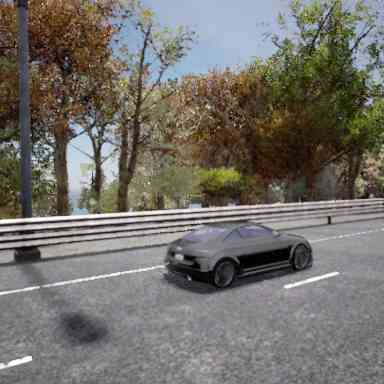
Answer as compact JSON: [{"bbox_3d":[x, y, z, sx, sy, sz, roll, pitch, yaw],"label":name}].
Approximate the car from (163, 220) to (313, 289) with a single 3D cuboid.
[{"bbox_3d":[1.331,1.458,8.946,4.181,1.385,1.994,-1,1,-35],"label":"car"}]
